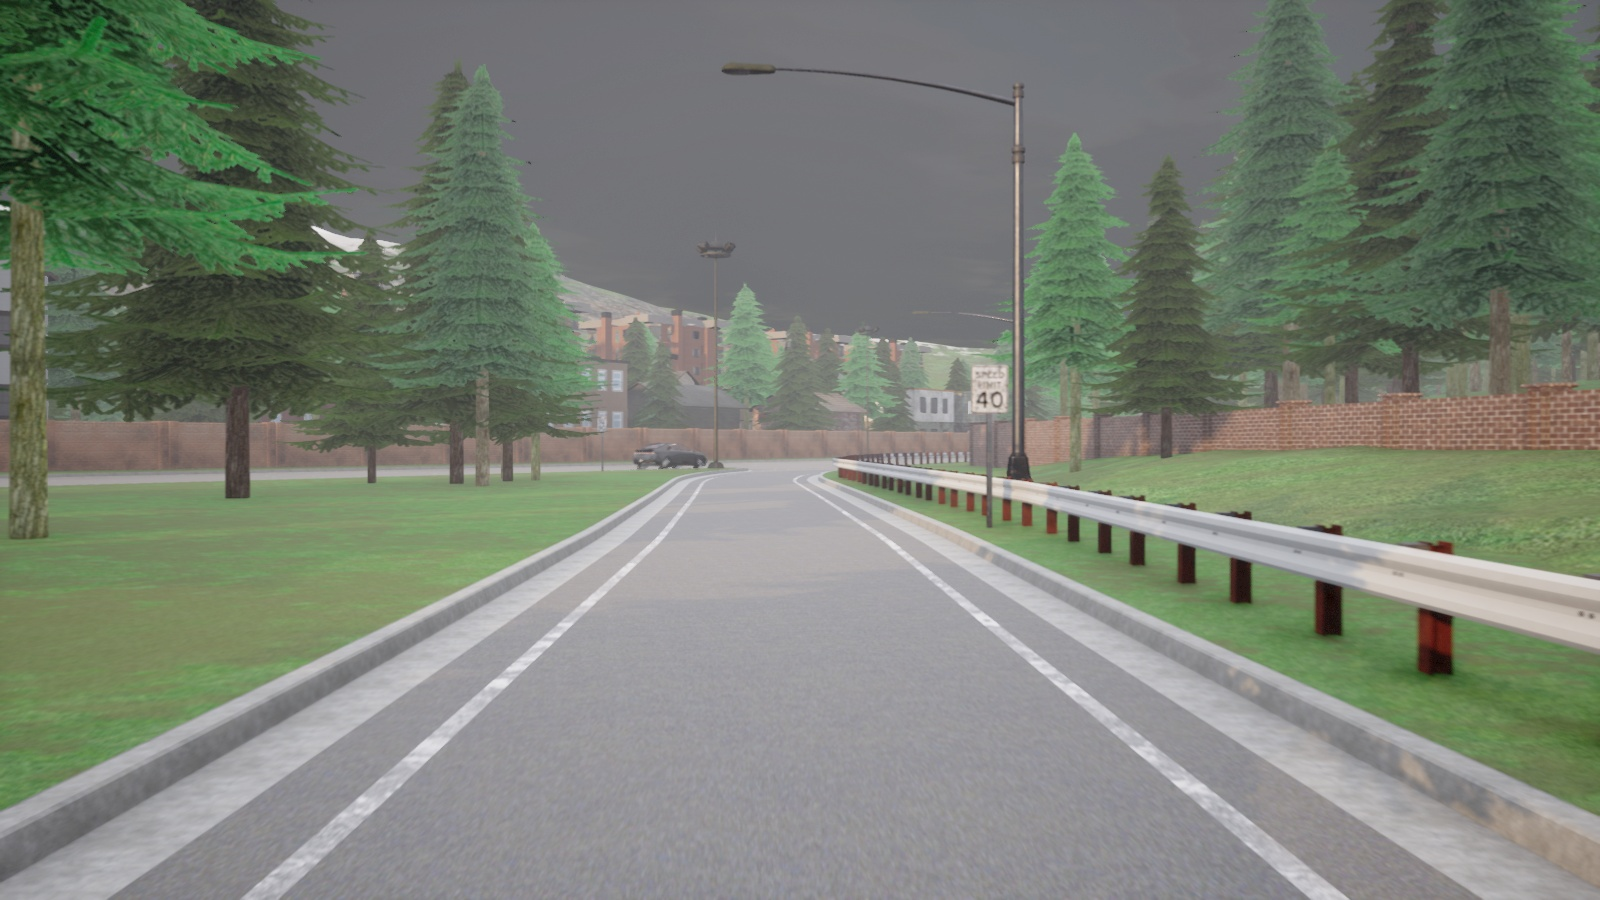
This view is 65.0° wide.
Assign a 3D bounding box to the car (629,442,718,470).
[{"bbox_3d":[-6.898,0.311,68.878,2.128,1.511,4.902,0,0,35],"label":"car"}]
